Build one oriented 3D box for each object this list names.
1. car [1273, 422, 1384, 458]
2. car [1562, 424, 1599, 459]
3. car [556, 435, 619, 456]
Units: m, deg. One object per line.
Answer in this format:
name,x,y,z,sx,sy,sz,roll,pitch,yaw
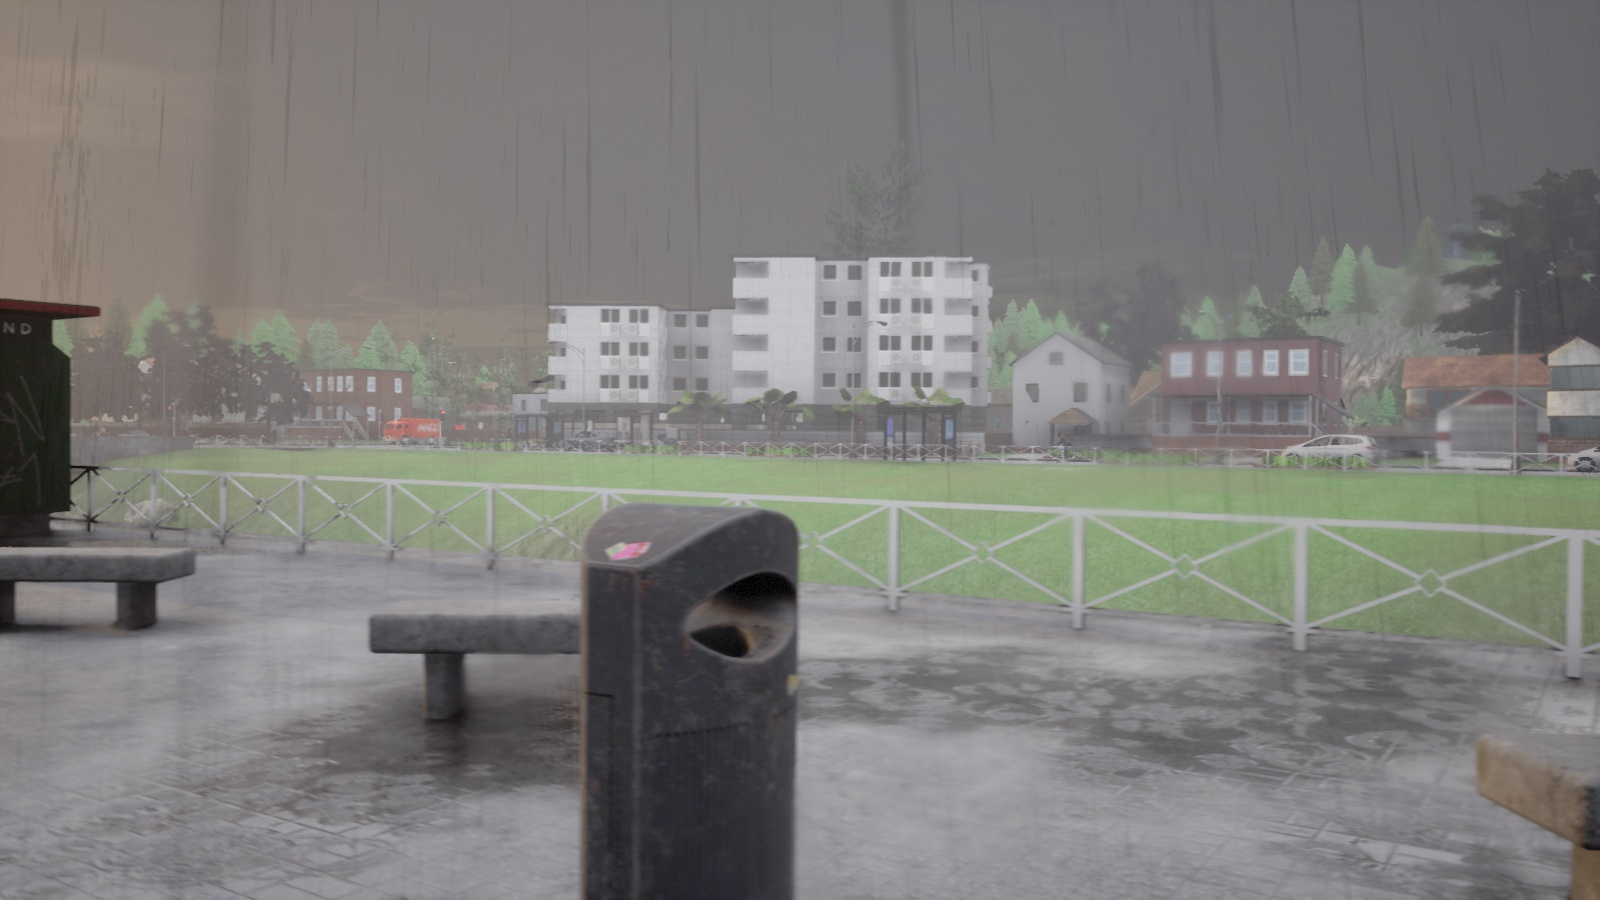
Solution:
car,25.740,-0.493,61.186,4.611,1.667,2.242,0,1,34
car,35.767,-0.390,54.523,4.514,1.525,2.007,0,1,34
car,-14.929,-0.324,88.220,4.193,1.474,1.816,0,1,34
